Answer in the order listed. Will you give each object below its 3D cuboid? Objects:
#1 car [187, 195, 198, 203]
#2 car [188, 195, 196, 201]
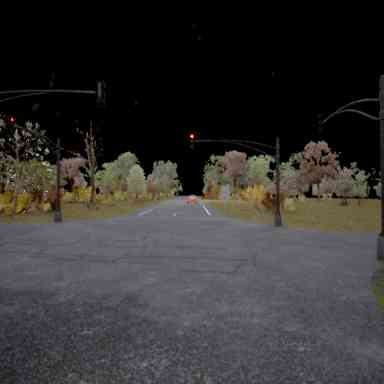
[{"bbox_3d":[0.071,1.411,67.959,2.097,1.767,4.553,0,0,0],"label":"car"},{"bbox_3d":[0.081,1.435,77.994,1.812,1.442,4.674,0,0,0],"label":"car"}]
